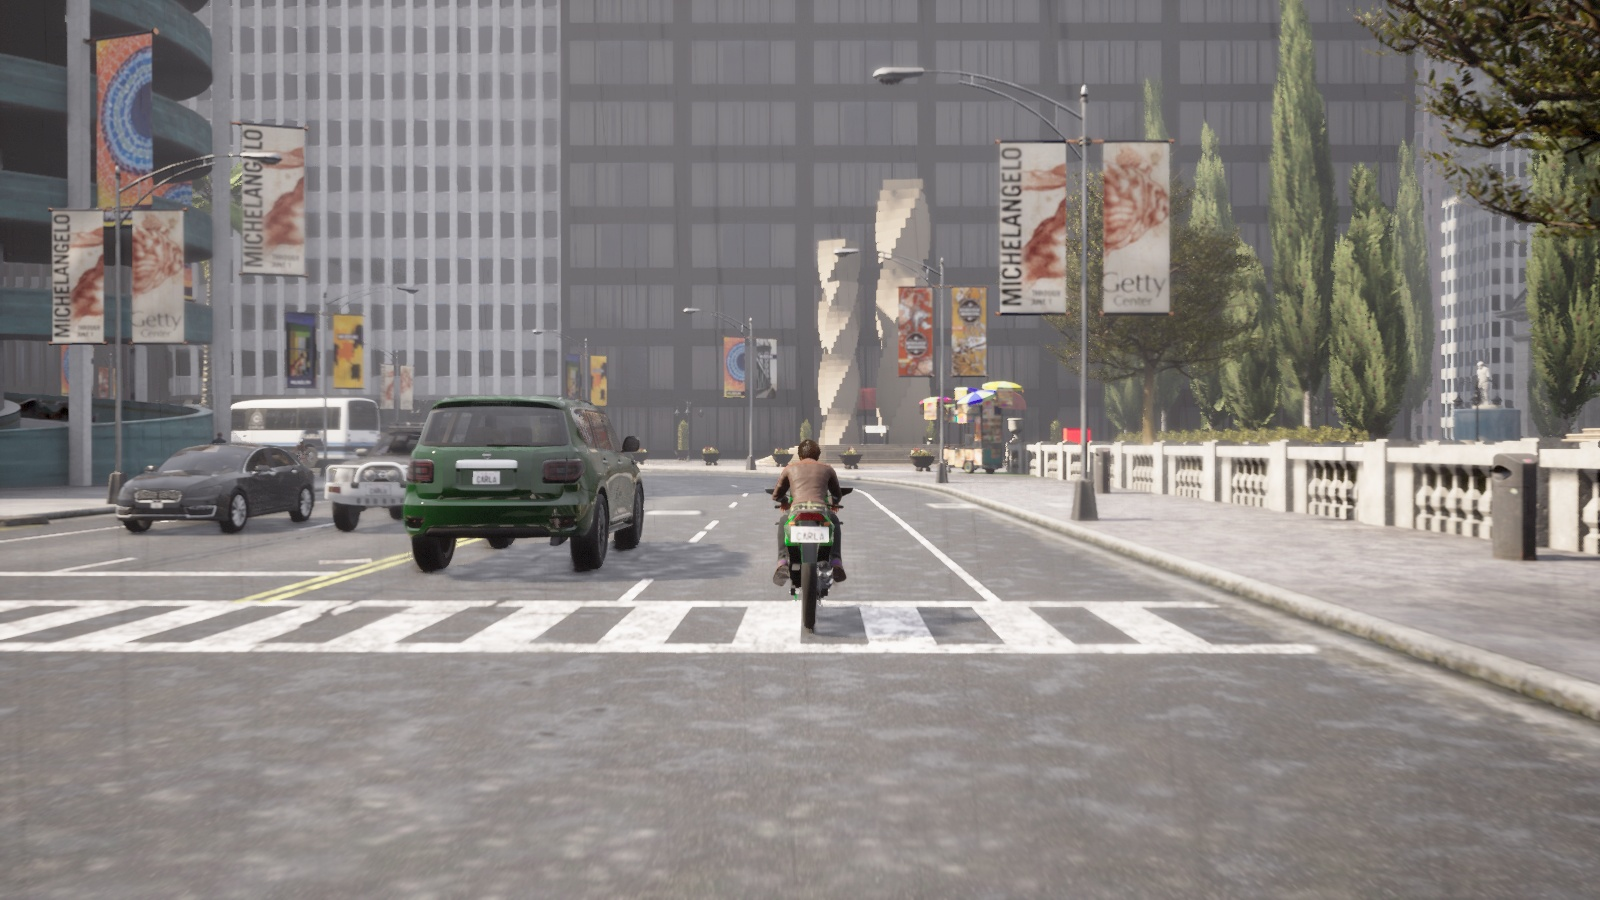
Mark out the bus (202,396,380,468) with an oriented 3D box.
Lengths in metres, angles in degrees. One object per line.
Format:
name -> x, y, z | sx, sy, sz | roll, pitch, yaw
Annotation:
bus -> -31.779, -1.097, 78.414 | 10.273, 4.253, 3.944 | 0, 0, 20

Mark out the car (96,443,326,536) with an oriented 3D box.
car -> -10.362, 0.616, 22.578 | 1.837, 1.490, 4.892 | 0, 0, 0

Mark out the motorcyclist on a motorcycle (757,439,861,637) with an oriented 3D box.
motorcyclist on a motorcycle -> 0.076, 0.669, 10.658 | 0.797, 1.523, 2.044 | 0, 0, 0

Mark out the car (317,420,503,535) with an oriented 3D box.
car -> -6.861, 0.430, 22.643 | 1.932, 1.855, 4.605 | 0, 0, 0

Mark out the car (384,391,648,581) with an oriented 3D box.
car -> -3.387, 0.371, 16.273 | 2.150, 2.045, 5.566 | 0, 0, 0
